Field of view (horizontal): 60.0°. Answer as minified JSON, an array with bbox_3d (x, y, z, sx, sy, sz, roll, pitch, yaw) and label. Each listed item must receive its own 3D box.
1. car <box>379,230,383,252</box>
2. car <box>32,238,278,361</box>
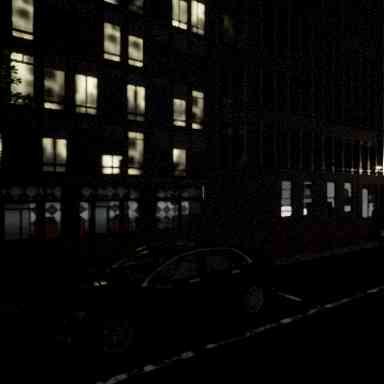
[{"bbox_3d":[8.678,1.450,12.290,4.097,1.590,1.967,0,0,-36],"label":"car"},{"bbox_3d":[-0.373,1.553,5.834,4.403,1.369,2.008,0,0,-36],"label":"car"}]
